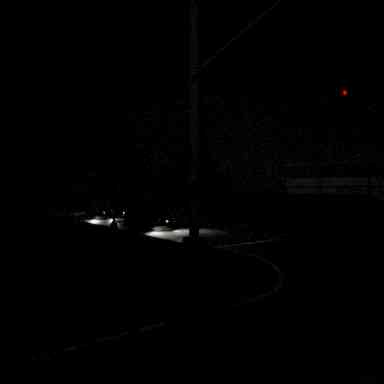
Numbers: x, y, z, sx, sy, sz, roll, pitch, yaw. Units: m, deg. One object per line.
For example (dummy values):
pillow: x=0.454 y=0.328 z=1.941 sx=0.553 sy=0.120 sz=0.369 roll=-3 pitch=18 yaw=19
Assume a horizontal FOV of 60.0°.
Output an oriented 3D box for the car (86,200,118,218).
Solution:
car: x=-8.424 y=1.505 z=30.059 sx=1.837 sy=1.490 sz=4.892 roll=0 pitch=0 yaw=-26

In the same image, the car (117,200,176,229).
car: x=-2.897 y=1.505 z=21.814 sx=1.837 sy=1.490 sz=4.892 roll=0 pitch=0 yaw=-36
